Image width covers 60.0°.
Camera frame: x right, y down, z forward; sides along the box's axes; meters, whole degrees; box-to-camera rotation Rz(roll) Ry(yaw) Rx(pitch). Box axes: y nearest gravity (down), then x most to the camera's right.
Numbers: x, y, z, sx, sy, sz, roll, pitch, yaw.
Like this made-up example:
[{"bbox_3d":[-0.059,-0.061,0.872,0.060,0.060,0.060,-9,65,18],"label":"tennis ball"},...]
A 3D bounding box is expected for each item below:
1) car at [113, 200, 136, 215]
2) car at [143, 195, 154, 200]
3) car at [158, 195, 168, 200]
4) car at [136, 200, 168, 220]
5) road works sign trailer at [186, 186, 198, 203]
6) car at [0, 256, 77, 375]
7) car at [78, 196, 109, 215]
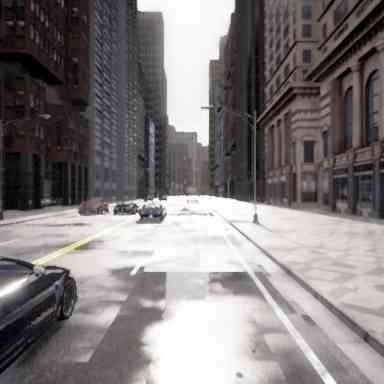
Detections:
[{"bbox_3d":[-6.578,1.544,33.455,1.994,1.385,4.181,0,0,0],"label":"car"},{"bbox_3d":[-9.718,1.517,74.891,1.837,1.490,4.892,0,0,0],"label":"car"},{"bbox_3d":[-6.468,1.494,74.890,1.882,1.535,5.008,0,0,0],"label":"car"},{"bbox_3d":[-3.138,1.576,27.621,1.895,1.301,4.718,0,0,0],"label":"car"},{"bbox_3d":[0.033,0.548,74.014,2.380,3.560,2.880,0,0,0],"label":"road works sign trailer"},{"bbox_3d":[-3.150,1.557,4.609,1.994,1.385,4.181,0,0,0],"label":"car"},{"bbox_3d":[-9.827,1.332,33.492,2.097,1.767,4.553,0,0,0],"label":"car"}]
